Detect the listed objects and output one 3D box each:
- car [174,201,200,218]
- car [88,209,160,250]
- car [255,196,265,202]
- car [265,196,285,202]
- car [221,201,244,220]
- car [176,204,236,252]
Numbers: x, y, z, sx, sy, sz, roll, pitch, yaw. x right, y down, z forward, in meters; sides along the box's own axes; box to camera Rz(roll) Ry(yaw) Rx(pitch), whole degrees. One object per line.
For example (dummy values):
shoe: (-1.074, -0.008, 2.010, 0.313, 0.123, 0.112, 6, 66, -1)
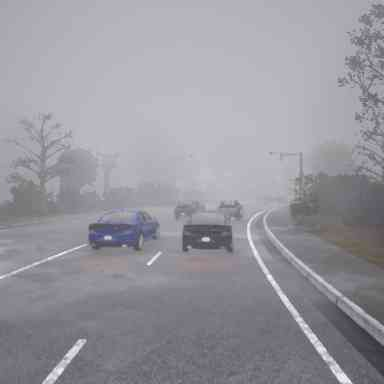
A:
car: (-0.124, 1.508, 28.838, 1.837, 1.490, 4.892, 0, 0, 14)
car: (-2.722, 1.478, 14.303, 1.882, 1.535, 5.008, 0, 0, 6)
car: (16.705, 1.543, 78.099, 1.895, 1.301, 4.718, 0, 0, 39)
car: (19.391, 1.511, 75.856, 2.033, 1.411, 5.357, 0, 0, 39)
car: (3.274, 1.493, 28.002, 2.128, 1.511, 4.902, 0, 0, 14)
car: (0.756, 1.481, 13.910, 1.882, 1.535, 5.008, 0, 0, 6)
